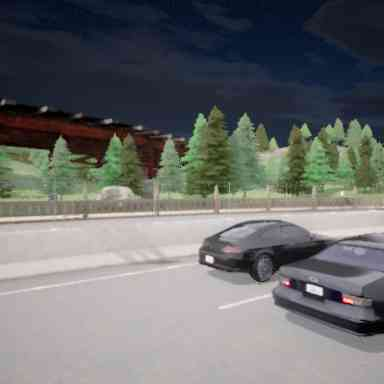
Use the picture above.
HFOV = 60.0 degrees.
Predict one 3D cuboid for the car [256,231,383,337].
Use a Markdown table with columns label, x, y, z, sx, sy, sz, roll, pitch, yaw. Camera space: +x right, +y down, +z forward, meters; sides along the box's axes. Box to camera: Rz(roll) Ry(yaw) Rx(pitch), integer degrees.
| label | x | y | z | sx | sy | sz | roll | pitch | yaw |
| --- | --- | --- | --- | --- | --- | --- | --- | --- | --- |
| car | 3.968 | 1.535 | 6.480 | 5.357 | 1.411 | 2.033 | 0 | 0 | -33 |

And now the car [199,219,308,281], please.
| label | x | y | z | sx | sy | sz | roll | pitch | yaw |
| --- | --- | --- | --- | --- | --- | --- | --- | --- | --- |
| car | 2.373 | 1.512 | 9.601 | 4.674 | 1.442 | 1.812 | 0 | 0 | -33 |
